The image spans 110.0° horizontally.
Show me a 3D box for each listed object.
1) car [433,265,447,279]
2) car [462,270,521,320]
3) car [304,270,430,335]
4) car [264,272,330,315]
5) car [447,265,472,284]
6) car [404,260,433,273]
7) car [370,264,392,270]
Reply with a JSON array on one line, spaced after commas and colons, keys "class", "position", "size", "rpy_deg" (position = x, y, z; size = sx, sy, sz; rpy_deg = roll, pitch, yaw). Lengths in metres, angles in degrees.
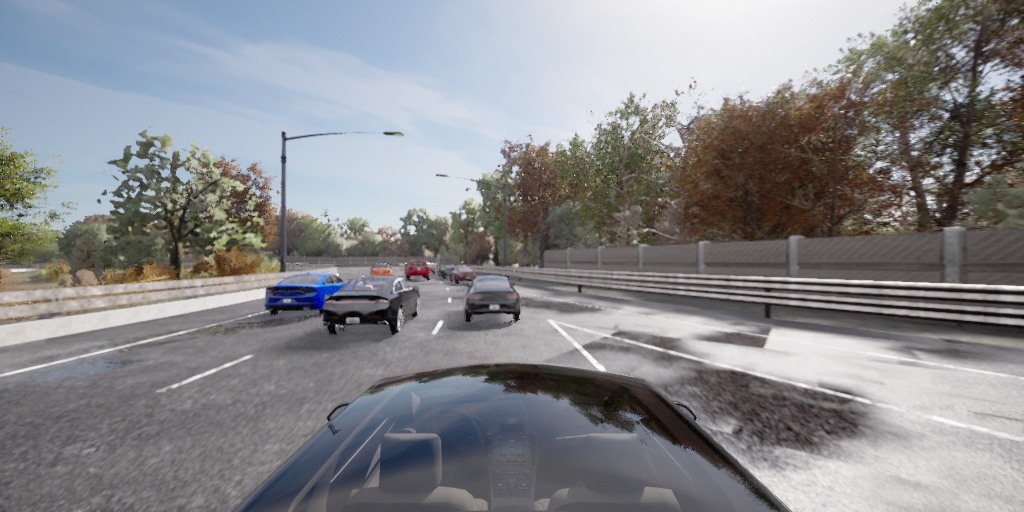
[{"class": "car", "position": [-7.065, 1.732, 39.772], "size": [2.128, 1.511, 4.902], "rpy_deg": [0, -1, -20]}, {"class": "car", "position": [-0.782, 1.420, 13.243], "size": [1.812, 1.442, 4.674], "rpy_deg": [0, 0, -6]}, {"class": "car", "position": [-4.062, 1.370, 11.096], "size": [2.128, 1.511, 4.902], "rpy_deg": [0, -1, -5]}, {"class": "car", "position": [-7.983, 1.411, 14.674], "size": [1.882, 1.535, 5.008], "rpy_deg": [0, -1, -7]}, {"class": "car", "position": [-4.333, 1.659, 31.709], "size": [1.812, 1.442, 4.674], "rpy_deg": [0, -1, -18]}, {"class": "car", "position": [-10.085, 1.449, 37.974], "size": [2.150, 2.045, 5.566], "rpy_deg": [0, -1, -19]}, {"class": "car", "position": [-13.774, 1.588, 37.735], "size": [2.097, 1.767, 4.553], "rpy_deg": [0, -1, -20]}]
